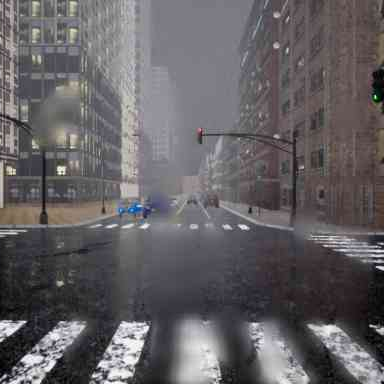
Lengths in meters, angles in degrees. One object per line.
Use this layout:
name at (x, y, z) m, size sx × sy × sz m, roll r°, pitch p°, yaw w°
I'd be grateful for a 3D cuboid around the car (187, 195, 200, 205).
car at (0.061, 1.623, 60.104) m, size 1.895 × 1.301 × 4.718 m, roll 0°, pitch 0°, yaw 0°

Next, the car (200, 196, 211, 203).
car at (2.756, 1.580, 69.433) m, size 2.008 × 1.369 × 4.403 m, roll 0°, pitch 0°, yaw 0°

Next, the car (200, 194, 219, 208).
car at (2.734, 1.329, 47.231) m, size 2.192 × 1.841 × 5.009 m, roll 0°, pitch 0°, yaw 0°

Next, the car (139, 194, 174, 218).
car at (-3.079, 1.227, 30.254) m, size 2.150 × 2.045 × 5.566 m, roll 0°, pitch 0°, yaw 0°

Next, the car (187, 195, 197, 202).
car at (0.069, 1.419, 70.080) m, size 2.033 × 1.411 × 5.357 m, roll 0°, pitch 0°, yaw 0°

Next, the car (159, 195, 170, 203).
car at (-5.625, 1.469, 69.440) m, size 1.967 × 1.590 × 4.097 m, roll 0°, pitch 0°, yaw 0°

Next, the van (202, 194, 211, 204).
van at (2.750, 1.366, 63.883) m, size 1.690 × 1.788 × 3.998 m, roll 0°, pitch 0°, yaw 0°

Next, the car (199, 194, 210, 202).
car at (2.760, 1.348, 74.985) m, size 2.192 × 1.841 × 5.009 m, roll 0°, pitch 0°, yaw 0°

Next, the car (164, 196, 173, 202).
car at (-5.614, 1.589, 80.543) m, size 2.008 × 1.369 × 4.403 m, roll 0°, pitch 0°, yaw 0°

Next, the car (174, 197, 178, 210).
car at (-3.059, 1.611, 39.963) m, size 1.895 × 1.301 × 4.718 m, roll 0°, pitch 0°, yaw 0°

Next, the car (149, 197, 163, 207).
car at (-5.641, 1.543, 52.618) m, size 1.752 × 1.417 × 4.829 m, roll 0°, pitch 0°, yaw 0°

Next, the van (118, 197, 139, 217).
van at (-5.661, 1.347, 30.584) m, size 1.690 × 1.788 × 3.998 m, roll 0°, pitch 0°, yaw 0°
